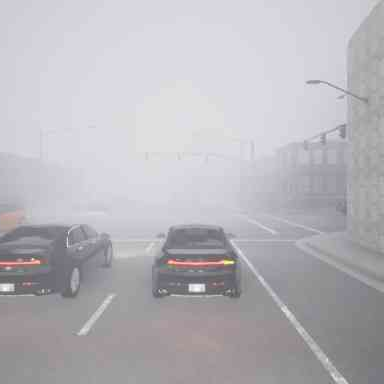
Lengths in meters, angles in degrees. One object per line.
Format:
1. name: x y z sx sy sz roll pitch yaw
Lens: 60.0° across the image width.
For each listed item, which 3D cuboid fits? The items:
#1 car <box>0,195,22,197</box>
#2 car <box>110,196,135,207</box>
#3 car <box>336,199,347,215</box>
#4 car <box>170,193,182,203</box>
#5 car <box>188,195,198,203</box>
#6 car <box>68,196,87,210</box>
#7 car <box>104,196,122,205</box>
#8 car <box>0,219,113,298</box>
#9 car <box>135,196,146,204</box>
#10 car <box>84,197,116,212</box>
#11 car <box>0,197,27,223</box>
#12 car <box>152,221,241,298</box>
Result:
1. car: -14.023 1.222 23.854 2.150 2.045 5.566 0 0 0
2. car: -10.435 1.351 50.347 2.097 1.767 4.553 0 0 0
3. car: 14.906 0.764 27.550 5.566 2.045 2.150 -5 0 0
4. car: -3.288 1.221 68.287 2.150 2.045 5.566 0 0 0
5. car: 0.212 1.352 68.220 2.097 1.767 4.553 0 0 0
6. car: -13.968 1.352 42.184 2.097 1.767 4.553 0 0 0
7. car: -13.888 1.506 58.783 1.837 1.490 4.892 0 -1 1
8. car: -3.395 1.505 8.525 1.837 1.490 4.892 0 0 0
9. car: -10.306 1.547 66.522 2.033 1.411 5.357 0 0 1
10. car: -10.427 1.563 37.912 1.994 1.385 4.181 0 0 0
11. car: -10.547 1.352 17.212 2.097 1.767 4.553 0 0 0
12. car: 0.105 1.505 8.509 1.837 1.490 4.892 0 0 0
